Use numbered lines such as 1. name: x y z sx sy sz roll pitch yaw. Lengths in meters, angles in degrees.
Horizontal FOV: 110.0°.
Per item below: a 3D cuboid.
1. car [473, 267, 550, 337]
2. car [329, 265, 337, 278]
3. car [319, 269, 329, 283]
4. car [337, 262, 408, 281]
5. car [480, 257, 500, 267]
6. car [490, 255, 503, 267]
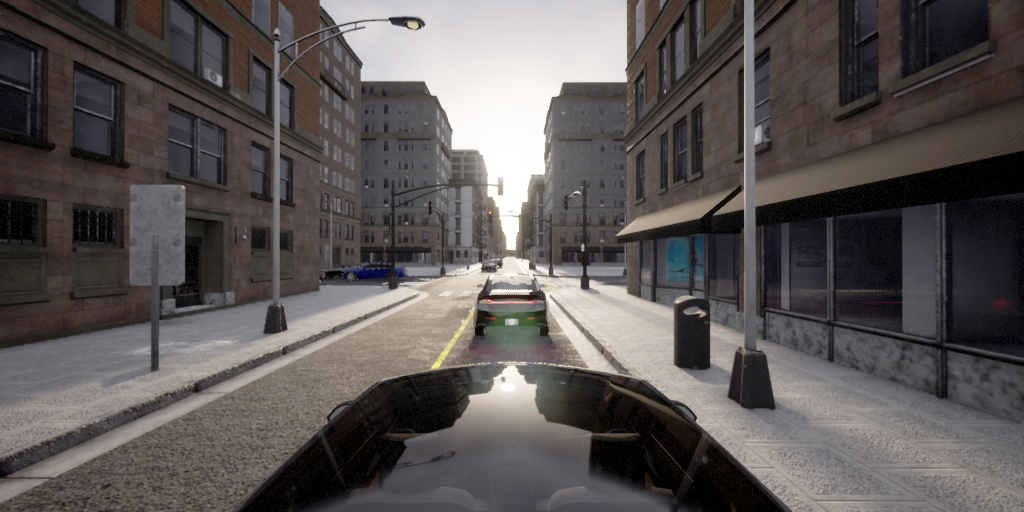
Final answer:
1. car: -0.005 1.240 10.330 2.128 1.511 4.902 0 0 0
2. car: -14.782 1.324 31.493 4.313 1.339 1.948 0 0 0
3. car: -14.783 1.285 23.467 4.313 1.339 1.948 0 0 0
4. car: -10.961 1.223 28.907 5.008 1.535 1.882 0 1 -6
5. car: -2.875 1.217 45.578 1.837 1.490 4.892 0 1 0
6. car: -2.864 0.912 61.746 2.150 2.045 5.566 0 0 0
